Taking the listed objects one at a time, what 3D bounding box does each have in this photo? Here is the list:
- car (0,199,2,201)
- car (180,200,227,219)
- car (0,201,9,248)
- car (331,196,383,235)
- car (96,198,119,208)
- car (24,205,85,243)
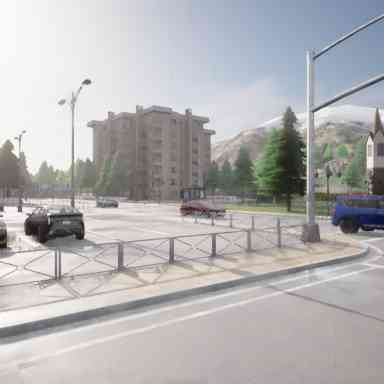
[{"bbox_3d":[-21.613,1.374,36.410,1.845,1.501,3.633,0,0,-36],"label":"car"},{"bbox_3d":[0.940,1.477,29.162,1.882,1.535,5.008,0,0,-36],"label":"car"},{"bbox_3d":[-8.883,1.331,13.426,2.152,1.636,5.027,0,0,-36],"label":"car"},{"bbox_3d":[9.972,1.223,16.900,2.150,2.045,5.566,0,0,-36],"label":"car"},{"bbox_3d":[-11.885,1.565,46.718,1.994,1.385,4.181,0,0,-36],"label":"car"},{"bbox_3d":[-6.370,1.340,15.305,2.007,1.523,4.514,0,0,-36],"label":"car"}]
